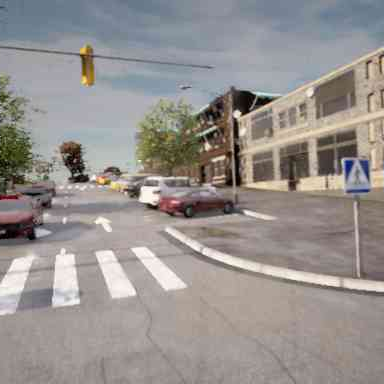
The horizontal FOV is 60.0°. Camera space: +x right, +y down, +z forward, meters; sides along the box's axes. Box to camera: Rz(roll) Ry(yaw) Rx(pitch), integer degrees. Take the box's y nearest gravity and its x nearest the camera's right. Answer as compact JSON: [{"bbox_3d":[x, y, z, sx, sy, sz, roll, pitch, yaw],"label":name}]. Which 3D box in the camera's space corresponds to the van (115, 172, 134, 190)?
[{"bbox_3d":[-4.883,-0.718,32.675,4.442,1.987,1.878,-3,5,-40],"label":"van"}]

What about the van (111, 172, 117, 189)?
[{"bbox_3d":[-5.913,-0.916,35.516,4.442,1.987,1.878,-3,5,-40],"label":"van"}]

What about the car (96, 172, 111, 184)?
[{"bbox_3d":[-11.908,-1.890,52.719,5.366,1.575,1.946,-3,5,-40],"label":"car"}]

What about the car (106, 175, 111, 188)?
[{"bbox_3d":[-6.710,-0.904,38.566,5.366,1.575,1.946,-3,5,-40],"label":"car"}]

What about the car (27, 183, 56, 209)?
[{"bbox_3d":[-10.655,0.357,22.811,1.994,1.385,4.181,-2,4,-20],"label":"car"}]

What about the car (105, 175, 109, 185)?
[{"bbox_3d":[-7.875,-1.051,41.289,4.674,1.452,2.002,-3,5,-40],"label":"car"}]

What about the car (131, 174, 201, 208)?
[{"bbox_3d":[-0.677,0.041,21.428,5.566,2.045,2.435,-3,5,-40],"label":"car"}]

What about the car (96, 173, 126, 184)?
[{"bbox_3d":[-14.214,-2.398,58.242,4.553,1.767,2.185,-3,4,-41],"label":"car"}]

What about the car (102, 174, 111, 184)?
[{"bbox_3d":[-8.920,-1.249,44.125,4.674,1.452,2.002,-3,5,-40],"label":"car"}]

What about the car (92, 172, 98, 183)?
[{"bbox_3d":[-13.129,-2.325,55.388,5.566,2.045,2.435,-3,5,-41],"label":"car"}]

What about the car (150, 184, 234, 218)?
[{"bbox_3d":[0.335,0.530,18.596,4.674,1.452,2.002,-3,5,-40],"label":"car"}]

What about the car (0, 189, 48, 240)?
[{"bbox_3d":[-7.221,0.917,13.541,1.882,1.535,5.008,-2,4,-20],"label":"car"}]

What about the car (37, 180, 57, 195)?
[{"bbox_3d":[-14.148,-0.381,32.175,1.882,1.535,5.008,-2,4,-20],"label":"car"}]

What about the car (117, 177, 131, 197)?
[{"bbox_3d":[-3.780,-0.299,29.930,4.892,1.521,2.231,-3,5,-40],"label":"car"}]

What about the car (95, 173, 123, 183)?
[{"bbox_3d":[-15.243,-2.558,61.081,4.553,1.767,2.185,-2,2,-41],"label":"car"}]
